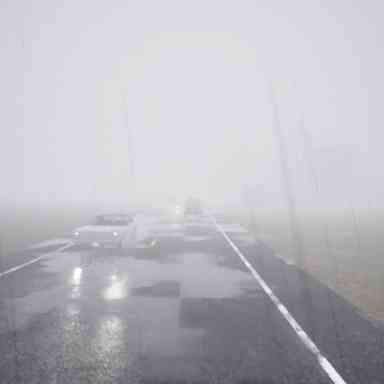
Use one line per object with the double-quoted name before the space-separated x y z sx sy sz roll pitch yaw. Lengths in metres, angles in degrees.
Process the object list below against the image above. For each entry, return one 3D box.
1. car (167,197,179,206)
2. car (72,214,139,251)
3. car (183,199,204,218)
"car" -3.449 1.725 61.440 1.812 1.442 4.674 0 0 0
"car" -3.589 1.646 14.574 1.895 1.301 4.718 0 0 0
"car" 0.114 1.648 31.505 2.033 1.411 5.357 0 0 0
